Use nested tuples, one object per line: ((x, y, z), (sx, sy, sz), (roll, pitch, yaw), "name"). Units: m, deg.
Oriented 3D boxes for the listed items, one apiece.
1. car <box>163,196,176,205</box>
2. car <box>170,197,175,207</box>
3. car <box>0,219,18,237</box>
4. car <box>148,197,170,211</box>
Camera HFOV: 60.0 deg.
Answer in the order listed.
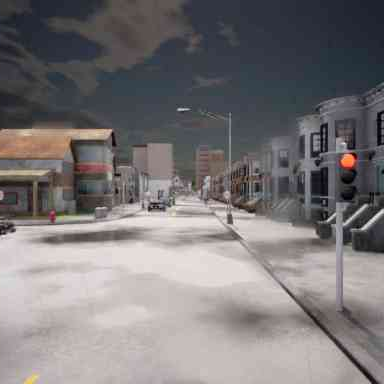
((-3.971, 1.547, 59.904), (2.033, 1.411, 5.357), (0, 0, 1), "car")
((-4.023, 1.505, 49.454), (1.837, 1.490, 4.892), (0, 0, 0), "car")
((-11.346, 1.547, 15.780), (5.357, 1.411, 2.033), (0, 0, 0), "car")
((-4.049, 1.564, 39.509), (1.994, 1.385, 4.181), (0, 0, 0), "car")
